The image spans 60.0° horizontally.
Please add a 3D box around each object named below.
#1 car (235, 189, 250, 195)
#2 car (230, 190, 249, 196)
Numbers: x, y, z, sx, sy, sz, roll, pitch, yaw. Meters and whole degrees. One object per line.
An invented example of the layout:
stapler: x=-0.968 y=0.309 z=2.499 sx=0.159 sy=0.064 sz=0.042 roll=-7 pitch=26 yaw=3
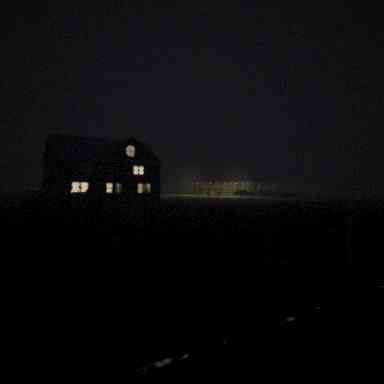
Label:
car: x=11.738 y=0.087 z=75.303 sx=1.882 sy=1.535 sz=5.008 roll=0 pitch=1 yaw=-35
car: x=11.683 y=0.258 z=81.407 sx=1.812 sy=1.442 sz=4.674 roll=0 pitch=1 yaw=-35
